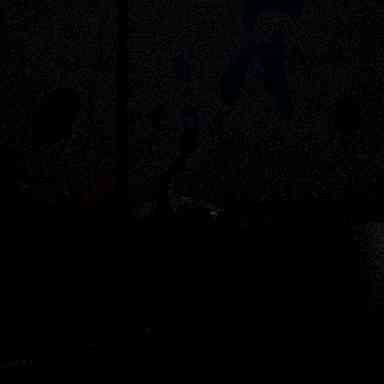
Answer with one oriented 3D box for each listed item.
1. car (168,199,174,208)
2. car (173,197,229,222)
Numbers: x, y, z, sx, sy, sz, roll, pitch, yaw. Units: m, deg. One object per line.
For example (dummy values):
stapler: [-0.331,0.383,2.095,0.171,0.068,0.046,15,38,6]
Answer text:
car: [-1.245,1.324,41.439,1.812,1.442,4.674,0,1,-35]
car: [0.870,1.449,26.321,1.882,1.535,5.008,0,1,-35]
